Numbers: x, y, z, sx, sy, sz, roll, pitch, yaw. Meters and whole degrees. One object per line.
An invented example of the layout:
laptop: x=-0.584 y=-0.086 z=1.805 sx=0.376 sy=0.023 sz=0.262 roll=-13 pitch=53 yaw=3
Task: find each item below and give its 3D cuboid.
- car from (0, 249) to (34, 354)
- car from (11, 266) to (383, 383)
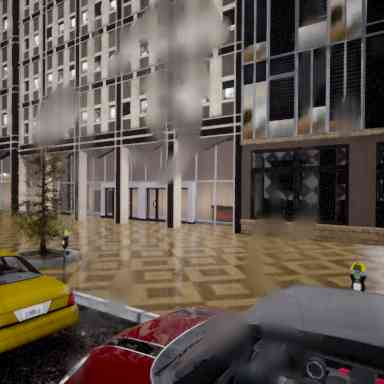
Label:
car: x=-3.955 y=1.524 z=5.687 sx=4.829 sy=1.417 sz=1.752 roll=0 pitch=1 yaw=36
car: x=0.810 y=1.440 z=2.287 sx=4.097 sy=1.590 sz=1.967 roll=0 pitch=1 yaw=36
